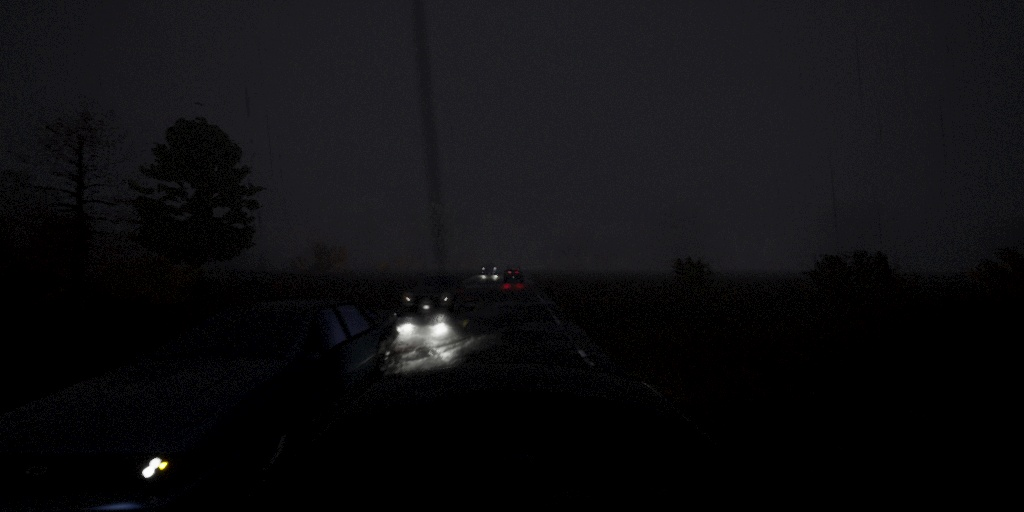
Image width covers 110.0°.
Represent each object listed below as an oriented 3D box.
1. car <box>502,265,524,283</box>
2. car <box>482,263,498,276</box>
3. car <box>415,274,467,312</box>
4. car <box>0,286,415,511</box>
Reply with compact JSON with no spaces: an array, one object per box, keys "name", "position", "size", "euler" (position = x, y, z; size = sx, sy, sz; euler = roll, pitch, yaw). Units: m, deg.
[{"name":"car","position":[0.127,1.704,34.307],"size":[2.128,1.511,4.902],"euler":[0,-1,0]},{"name":"car","position":[-3.046,1.782,49.964],"size":[2.097,1.767,4.553],"euler":[0,-1,0]},{"name":"car","position":[-3.080,1.495,15.538],"size":[2.033,1.411,5.357],"euler":[0,-1,0]},{"name":"car","position":[-3.098,1.343,4.909],"size":[2.033,1.411,5.357],"euler":[0,-1,0]}]
